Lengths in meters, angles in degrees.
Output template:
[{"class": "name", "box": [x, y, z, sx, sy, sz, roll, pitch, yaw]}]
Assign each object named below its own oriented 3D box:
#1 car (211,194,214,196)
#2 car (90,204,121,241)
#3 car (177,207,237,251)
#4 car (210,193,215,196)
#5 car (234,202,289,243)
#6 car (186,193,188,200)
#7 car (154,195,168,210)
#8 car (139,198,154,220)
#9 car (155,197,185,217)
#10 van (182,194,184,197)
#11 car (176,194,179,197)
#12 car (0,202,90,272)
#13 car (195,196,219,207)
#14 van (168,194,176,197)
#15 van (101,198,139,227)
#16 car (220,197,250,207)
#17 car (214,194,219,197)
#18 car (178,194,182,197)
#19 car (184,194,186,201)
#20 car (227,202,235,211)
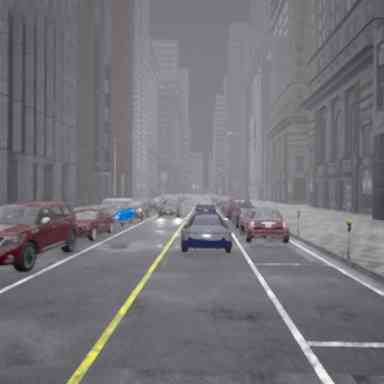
[{"class": "car", "box": [5.772, 1.631, 78.130, 1.802, 1.307, 4.206, 0, 0, 2]}, {"class": "car", "box": [-5.165, 1.510, 16.500, 1.887, 1.381, 4.507, 0, 0, 2]}, {"class": "car", "box": [0.610, 1.568, 14.106, 1.994, 1.385, 4.181, 0, 0, 2]}, {"class": "car", "box": [6.212, 1.640, 89.394, 1.802, 1.307, 4.206, 0, 0, 2]}, {"class": "car", "box": [3.354, 1.462, 16.177, 1.967, 1.590, 4.097, 0, 0, 2]}, {"class": "car", "box": [-2.746, 1.307, 78.456, 2.192, 1.841, 5.009, 0, 0, 2]}, {"class": "car", "box": [-4.285, 1.411, 39.030, 1.967, 1.590, 4.097, 0, 0, 2]}, {"class": "car", "box": [-4.725, 1.408, 27.765, 1.967, 1.590, 4.097, 0, 0, 2]}, {"class": "car", "box": [-1.925, 1.492, 30.542, 1.837, 1.490, 4.892, 0, 0, 3]}, {"class": "van", "box": [-3.186, 1.325, 67.191, 1.690, 1.788, 3.998, 0, 0, 2]}, {"class": "car", "box": [-3.632, 1.502, 55.757, 1.752, 1.417, 4.829, 0, 0, 2]}, {"class": "car", "box": [-5.384, 1.279, 10.867, 2.192, 1.841, 5.009, 0, 0, 2]}, {"class": "car", "box": [1.292, 1.486, 31.534, 1.882, 1.535, 5.008, 0, 0, 2]}, {"class": "van", "box": [-3.845, 1.316, 50.295, 1.690, 1.788, 3.998, 0, 0, 2]}, {"class": "van", "box": [-4.945, 1.308, 22.133, 1.690, 1.788, 3.998, 0, 0, 2]}, {"class": "car", "box": [3.794, 1.340, 27.442, 2.192, 1.841, 5.009, 0, 0, 2]}, {"class": "car", "box": [4.673, 1.472, 49.969, 1.967, 1.590, 4.097, 0, 0, 2]}, {"class": "car", "box": [-3.406, 1.531, 61.559, 2.008, 1.369, 4.403, 0, 0, 2]}, {"class": "car", "box": [-2.966, 1.428, 72.823, 1.967, 1.590, 4.097, 0, 0, 2]}, {"class": "car", "box": [3.573, 1.590, 21.809, 1.947, 1.339, 4.313, 0, 0, 2]}]
